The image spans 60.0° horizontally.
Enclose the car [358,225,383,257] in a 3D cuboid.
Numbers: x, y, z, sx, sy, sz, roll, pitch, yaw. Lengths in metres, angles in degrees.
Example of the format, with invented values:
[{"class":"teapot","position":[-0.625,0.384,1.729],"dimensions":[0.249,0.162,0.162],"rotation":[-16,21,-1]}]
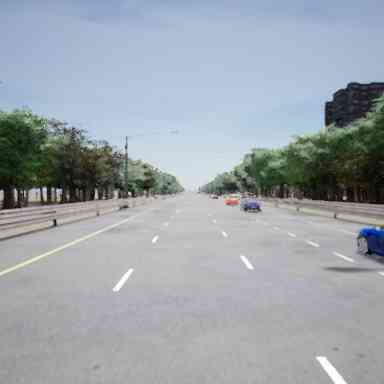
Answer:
[{"class":"car","position":[6.997,1.498,10.194],"dimensions":[1.882,1.535,5.008],"rotation":[0,0,0]}]

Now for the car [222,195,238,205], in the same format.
[{"class":"car","position":[7.069,1.407,58.753],"dimensions":[2.097,1.767,4.553],"rotation":[0,0,0]}]

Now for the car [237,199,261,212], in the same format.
[{"class":"car","position":[7.014,1.565,40.130],"dimensions":[1.812,1.442,4.674],"rotation":[0,0,0]}]
